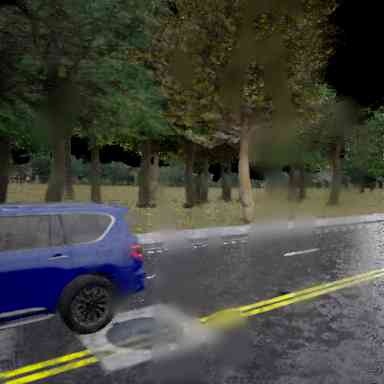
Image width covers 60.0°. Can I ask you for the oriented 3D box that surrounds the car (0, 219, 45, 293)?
[{"bbox_3d":[-6.080,1.504,7.333,4.892,1.490,1.837,0,0,-36],"label":"car"}]

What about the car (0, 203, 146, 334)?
[{"bbox_3d":[-3.438,1.221,5.227,5.566,2.045,2.150,0,0,-36],"label":"car"}]
